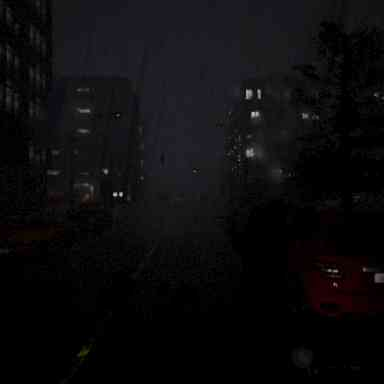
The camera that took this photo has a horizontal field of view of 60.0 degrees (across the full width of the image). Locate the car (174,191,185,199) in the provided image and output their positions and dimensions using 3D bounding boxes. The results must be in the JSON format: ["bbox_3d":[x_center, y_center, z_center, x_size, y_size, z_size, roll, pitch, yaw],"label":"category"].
[{"bbox_3d":[-3.016,0.809,93.049,2.150,2.045,5.566,0,0,0],"label":"car"}]

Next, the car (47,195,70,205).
[{"bbox_3d":[-17.259,1.072,42.591,4.507,1.381,1.887,1,-1,0],"label":"car"}]

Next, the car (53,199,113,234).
[{"bbox_3d":[-5.684,1.360,18.193,1.967,1.590,4.097,1,0,0],"label":"car"}]

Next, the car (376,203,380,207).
[{"bbox_3d":[26.249,1.776,51.278,4.829,1.417,1.752,1,-1,0],"label":"car"}]

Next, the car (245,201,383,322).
[{"bbox_3d":[2.699,1.284,7.073,2.192,1.841,5.009,1,0,0],"label":"car"}]

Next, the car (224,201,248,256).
[{"bbox_3d":[2.698,1.259,12.633,2.192,1.841,5.009,1,0,0],"label":"car"}]

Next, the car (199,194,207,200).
[{"bbox_3d":[2.683,1.222,83.800,1.802,1.307,4.206,1,0,0],"label":"car"}]

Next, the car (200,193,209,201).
[{"bbox_3d":[2.687,1.126,72.753,1.967,1.590,4.097,1,0,0],"label":"car"}]

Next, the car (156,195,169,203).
[{"bbox_3d":[-5.693,1.258,61.549,1.752,1.417,4.829,1,0,0],"label":"car"}]

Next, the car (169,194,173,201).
[{"bbox_3d":[-5.695,1.230,72.766,1.887,1.381,4.507,1,0,0],"label":"car"}]

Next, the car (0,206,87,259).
[{"bbox_3d":[-5.684,1.470,12.464,1.752,1.417,4.829,1,0,0],"label":"car"}]

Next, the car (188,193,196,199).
[{"bbox_3d":[-0.015,0.959,90.960,2.097,1.767,4.553,0,0,0],"label":"car"}]

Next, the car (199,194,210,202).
[{"bbox_3d":[2.687,1.254,67.230,1.887,1.381,4.507,1,0,0],"label":"car"}]

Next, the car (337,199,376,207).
[{"bbox_3d":[20.840,1.562,42.924,4.097,1.590,1.967,1,-1,0],"label":"car"}]
